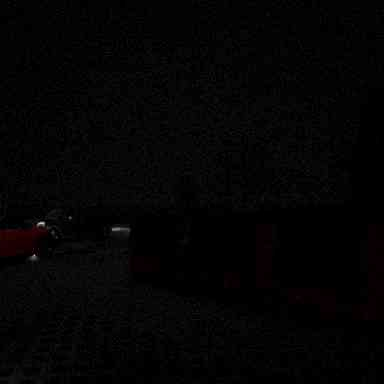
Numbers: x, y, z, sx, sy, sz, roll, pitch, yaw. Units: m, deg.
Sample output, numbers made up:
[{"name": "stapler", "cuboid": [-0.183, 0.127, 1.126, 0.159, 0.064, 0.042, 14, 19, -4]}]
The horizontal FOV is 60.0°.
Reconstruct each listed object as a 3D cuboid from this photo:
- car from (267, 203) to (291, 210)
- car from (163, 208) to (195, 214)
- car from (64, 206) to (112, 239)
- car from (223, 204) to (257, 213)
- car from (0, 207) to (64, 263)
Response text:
[{"name": "car", "cuboid": [10.771, 2.086, 40.984, 1.994, 1.385, 4.181, -1, -1, 36]}, {"name": "car", "cuboid": [-1.125, 1.859, 24.176, 1.994, 1.385, 4.181, -1, -1, 35]}, {"name": "car", "cuboid": [-6.333, 1.540, 16.793, 2.097, 1.767, 4.553, -1, -1, 35]}, {"name": "car", "cuboid": [4.694, 1.912, 32.421, 1.837, 1.490, 4.892, -1, -1, 35]}, {"name": "car", "cuboid": [-6.561, 1.448, 10.860, 2.097, 1.767, 4.553, 0, -1, 11]}]
